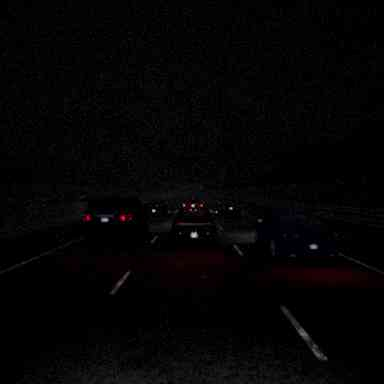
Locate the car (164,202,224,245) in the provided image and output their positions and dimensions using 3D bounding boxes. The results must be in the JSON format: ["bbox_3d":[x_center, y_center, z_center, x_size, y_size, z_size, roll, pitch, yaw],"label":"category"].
[{"bbox_3d":[0.088,1.447,15.185,2.128,1.511,4.902,0,0,0],"label":"car"}]

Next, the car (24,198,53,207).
[{"bbox_3d":[-17.597,1.438,39.601,1.812,1.442,4.674,0,0,0],"label":"car"}]

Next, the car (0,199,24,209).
[{"bbox_3d":[-21.100,1.514,38.631,1.895,1.301,4.718,0,0,0],"label":"car"}]

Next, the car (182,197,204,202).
[{"bbox_3d":[0.087,1.277,31.730,2.097,1.767,4.553,0,0,0],"label":"car"}]

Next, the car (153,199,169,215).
[{"bbox_3d":[-3.411,1.428,32.223,1.837,1.490,4.892,0,0,0],"label":"car"}]

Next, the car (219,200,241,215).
[{"bbox_3d":[3.589,1.487,32.618,1.994,1.385,4.181,0,0,0],"label":"car"}]

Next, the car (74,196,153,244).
[{"bbox_3d":[-3.408,1.176,15.709,2.150,2.045,5.566,0,0,0],"label":"car"}]

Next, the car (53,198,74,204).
[{"bbox_3d":[-14.101,1.459,39.511,2.033,1.411,5.357,0,0,0],"label":"car"}]

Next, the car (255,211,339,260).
[{"bbox_3d":[3.581,1.439,12.234,1.882,1.535,5.008,0,0,0],"label":"car"}]
